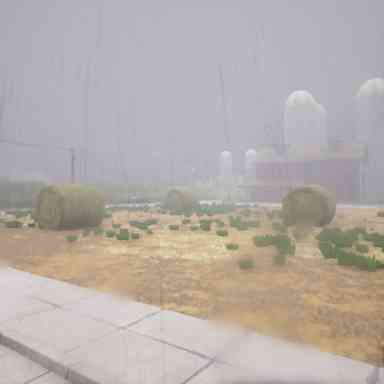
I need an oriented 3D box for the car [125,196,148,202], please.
[{"bbox_3d":[-10.126,1.546,61.263,1.882,1.535,5.008,0,0,33],"label":"car"}]
